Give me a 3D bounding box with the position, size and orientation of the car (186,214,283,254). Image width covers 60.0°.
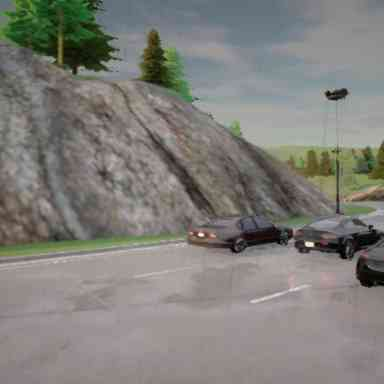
[{"bbox_3d":[2.237,1.673,14.285,5.357,1.411,2.033,0,-1,-41],"label":"car"}]

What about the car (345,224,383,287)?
[{"bbox_3d":[5.925,1.608,8.433,4.181,1.385,1.994,0,-1,-40],"label":"car"}]

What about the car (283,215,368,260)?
[{"bbox_3d":[5.737,1.613,12.820,4.674,1.442,1.812,0,-1,-41],"label":"car"}]
